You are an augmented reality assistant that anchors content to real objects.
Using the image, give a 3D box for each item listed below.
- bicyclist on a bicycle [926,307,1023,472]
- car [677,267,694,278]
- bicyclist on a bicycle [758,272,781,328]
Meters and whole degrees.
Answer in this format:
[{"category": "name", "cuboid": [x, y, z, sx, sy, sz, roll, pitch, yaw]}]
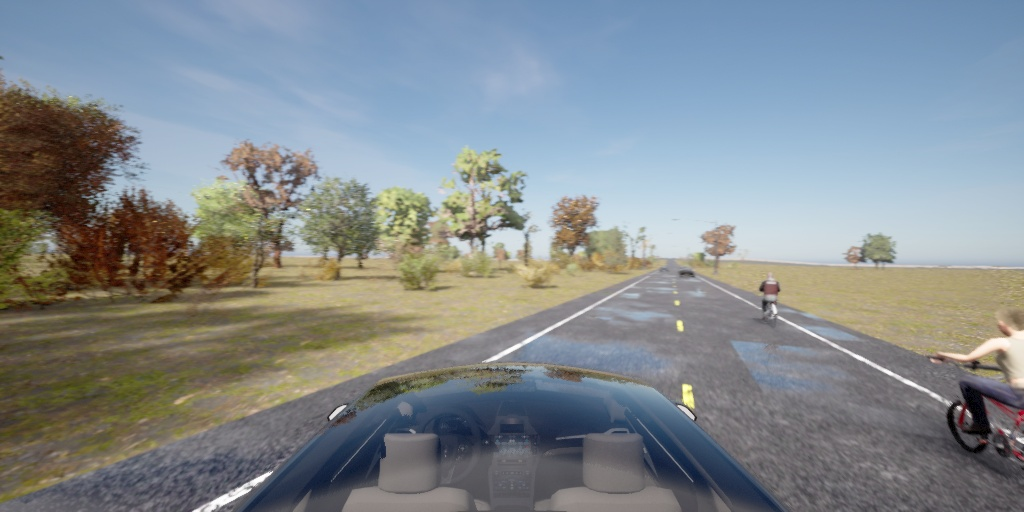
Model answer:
[{"category": "bicyclist on a bicycle", "cuboid": [4.744, 1.296, 3.461, 0.866, 1.612, 1.509, 1, -1, 24]}, {"category": "car", "cuboid": [25.871, 2.420, 53.101, 1.882, 1.535, 5.008, 1, -1, 24]}, {"category": "bicyclist on a bicycle", "cuboid": [8.529, 1.420, 11.932, 0.659, 1.776, 1.843, 1, -1, 24]}]
